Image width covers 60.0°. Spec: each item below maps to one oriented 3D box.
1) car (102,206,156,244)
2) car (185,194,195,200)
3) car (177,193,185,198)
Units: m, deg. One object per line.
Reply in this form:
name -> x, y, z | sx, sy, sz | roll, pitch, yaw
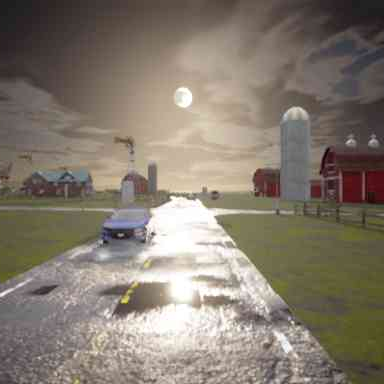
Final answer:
car -> -2.838, 1.452, 15.790 | 1.882, 1.535, 5.008 | 0, 0, 0
car -> -0.087, 1.407, 85.769 | 2.128, 1.511, 4.902 | 0, 0, -2
car -> -3.027, 1.038, 89.867 | 1.994, 1.385, 4.181 | 0, 0, -2
